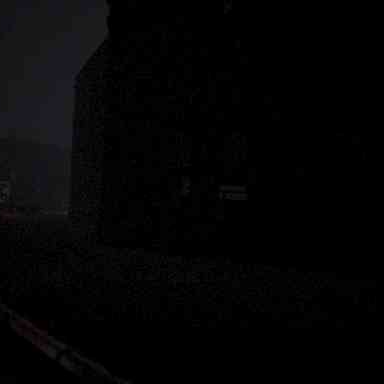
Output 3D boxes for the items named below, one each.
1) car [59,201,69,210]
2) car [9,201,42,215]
[{"bbox_3d":[-18.630,2.151,51.759,2.128,1.511,4.902,4,-1,11],"label":"car"},{"bbox_3d":[-19.807,1.852,39.850,1.882,1.535,5.008,4,-1,3],"label":"car"}]
